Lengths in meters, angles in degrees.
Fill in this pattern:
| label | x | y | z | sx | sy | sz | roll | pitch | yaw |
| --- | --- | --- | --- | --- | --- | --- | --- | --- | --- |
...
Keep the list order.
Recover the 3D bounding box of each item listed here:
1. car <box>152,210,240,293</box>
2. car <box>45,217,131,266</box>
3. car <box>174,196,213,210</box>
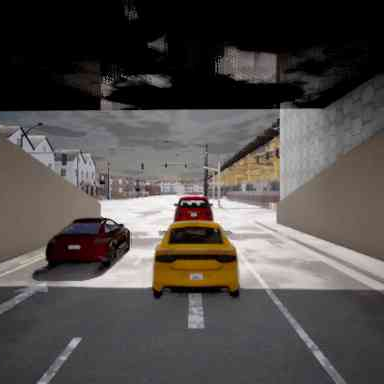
| label | x | y | z | sx | sy | sz | roll | pitch | yaw |
| --- | --- | --- | --- | --- | --- | --- | --- | --- | --- |
| car | 0.083 | 1.491 | 8.916 | 1.882 | 1.535 | 5.008 | 0 | 0 | 0 |
| car | -3.420 | 1.582 | 11.699 | 1.994 | 1.385 | 4.181 | 0 | 0 | 0 |
| car | 0.088 | 1.254 | 19.729 | 2.150 | 2.045 | 5.566 | 0 | 0 | 0 |
